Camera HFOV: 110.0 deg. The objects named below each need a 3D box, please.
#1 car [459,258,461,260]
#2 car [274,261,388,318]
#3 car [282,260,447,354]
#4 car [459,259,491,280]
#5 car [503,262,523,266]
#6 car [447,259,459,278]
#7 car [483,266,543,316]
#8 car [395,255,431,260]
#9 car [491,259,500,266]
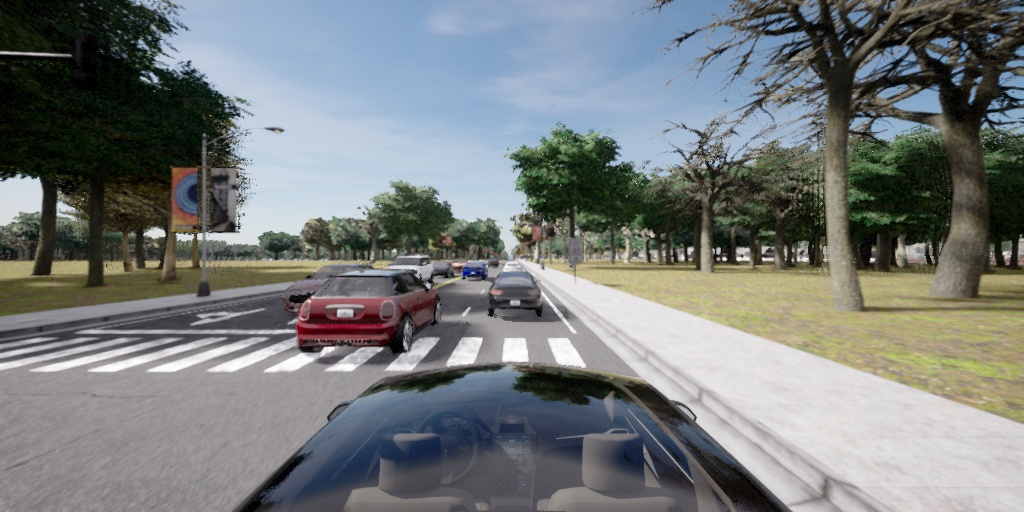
[{"bbox_3d":[-6.506,1.104,43.869,2.097,1.767,4.553,0,0,0],"label":"car"},{"bbox_3d":[-6.599,1.097,13.820,2.097,1.767,4.553,0,0,0],"label":"car"},{"bbox_3d":[-3.151,1.099,8.895,2.097,1.767,4.553,0,0,0],"label":"car"},{"bbox_3d":[-3.155,1.223,31.490,1.882,1.535,5.008,0,0,0],"label":"car"},{"bbox_3d":[0.096,1.272,33.951,1.812,1.442,4.674,0,0,0],"label":"car"},{"bbox_3d":[-6.565,1.224,33.583,1.882,1.535,5.008,0,0,0],"label":"car"},{"bbox_3d":[0.097,1.271,13.315,1.812,1.442,4.674,0,0,0],"label":"car"},{"bbox_3d":[-6.597,0.966,23.377,2.150,2.045,5.566,0,0,0],"label":"car"},{"bbox_3d":[-3.158,1.264,62.706,1.837,1.490,4.892,0,-1,0],"label":"car"}]
